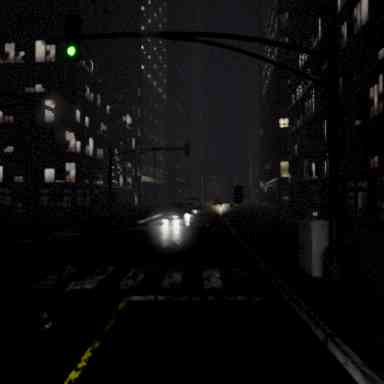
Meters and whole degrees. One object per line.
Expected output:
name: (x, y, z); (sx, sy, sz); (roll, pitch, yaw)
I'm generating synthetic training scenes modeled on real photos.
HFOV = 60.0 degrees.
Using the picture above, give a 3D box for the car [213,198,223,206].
car: (5.721, 2.187, 73.736); (1.882, 1.535, 5.008); (0, 0, 9)

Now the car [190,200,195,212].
car: (-1.044, 2.044, 43.470); (1.895, 1.301, 4.718); (0, -1, 5)

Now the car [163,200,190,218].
car: (-1.787, 1.845, 34.185); (2.128, 1.511, 4.902); (0, -1, 4)

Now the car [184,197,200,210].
car: (0.040, 1.761, 53.985); (2.150, 2.045, 5.566); (0, -1, 7)
